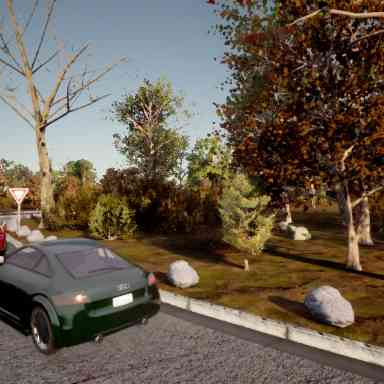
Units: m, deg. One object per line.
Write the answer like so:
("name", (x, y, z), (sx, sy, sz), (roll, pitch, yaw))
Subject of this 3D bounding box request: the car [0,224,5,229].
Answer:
("car", (-8.563, 1.448, 12.577), (2.097, 1.767, 4.553), (0, -1, -41))

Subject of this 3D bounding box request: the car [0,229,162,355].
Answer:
("car", (-2.527, 1.575, 6.227), (4.181, 1.385, 1.994), (0, 0, 41))
